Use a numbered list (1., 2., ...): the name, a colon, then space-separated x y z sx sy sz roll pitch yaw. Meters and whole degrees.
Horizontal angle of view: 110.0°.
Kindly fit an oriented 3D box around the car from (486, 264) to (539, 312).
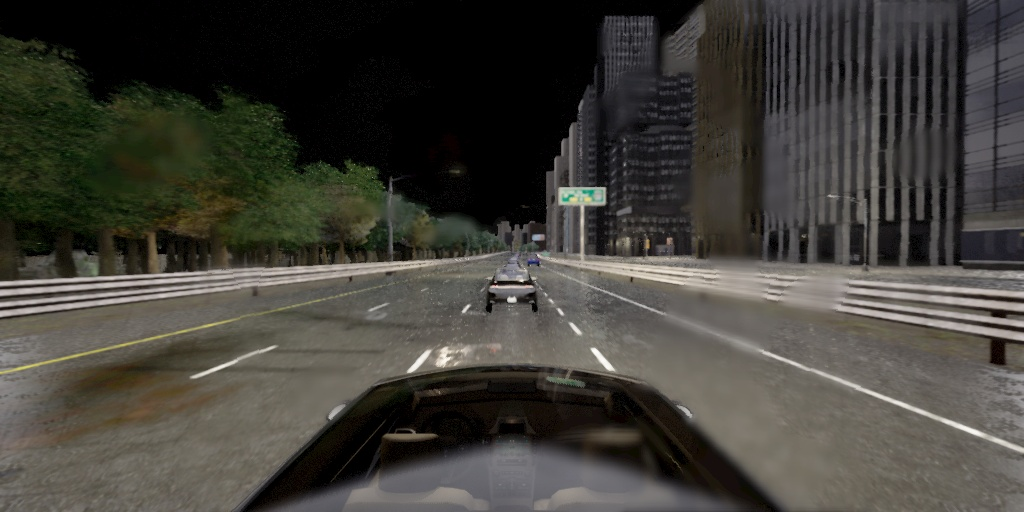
1. car: -0.001 1.256 14.434 2.128 1.511 4.902 0 0 0

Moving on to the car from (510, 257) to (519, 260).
1. car: 0.191 1.292 52.914 1.994 1.385 4.181 0 0 1

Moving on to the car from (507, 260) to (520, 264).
1. car: 0.060 1.326 34.412 1.994 1.385 4.181 0 0 0
